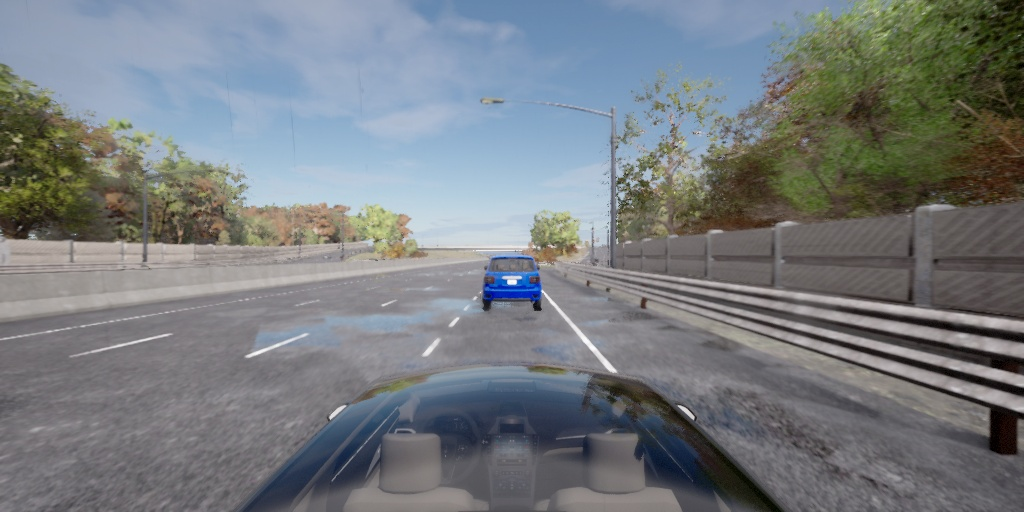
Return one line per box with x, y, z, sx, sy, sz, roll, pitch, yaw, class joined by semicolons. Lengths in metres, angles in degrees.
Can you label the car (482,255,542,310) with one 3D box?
0.000;0.982;14.855;2.150;2.045;5.566;0;0;0;car
